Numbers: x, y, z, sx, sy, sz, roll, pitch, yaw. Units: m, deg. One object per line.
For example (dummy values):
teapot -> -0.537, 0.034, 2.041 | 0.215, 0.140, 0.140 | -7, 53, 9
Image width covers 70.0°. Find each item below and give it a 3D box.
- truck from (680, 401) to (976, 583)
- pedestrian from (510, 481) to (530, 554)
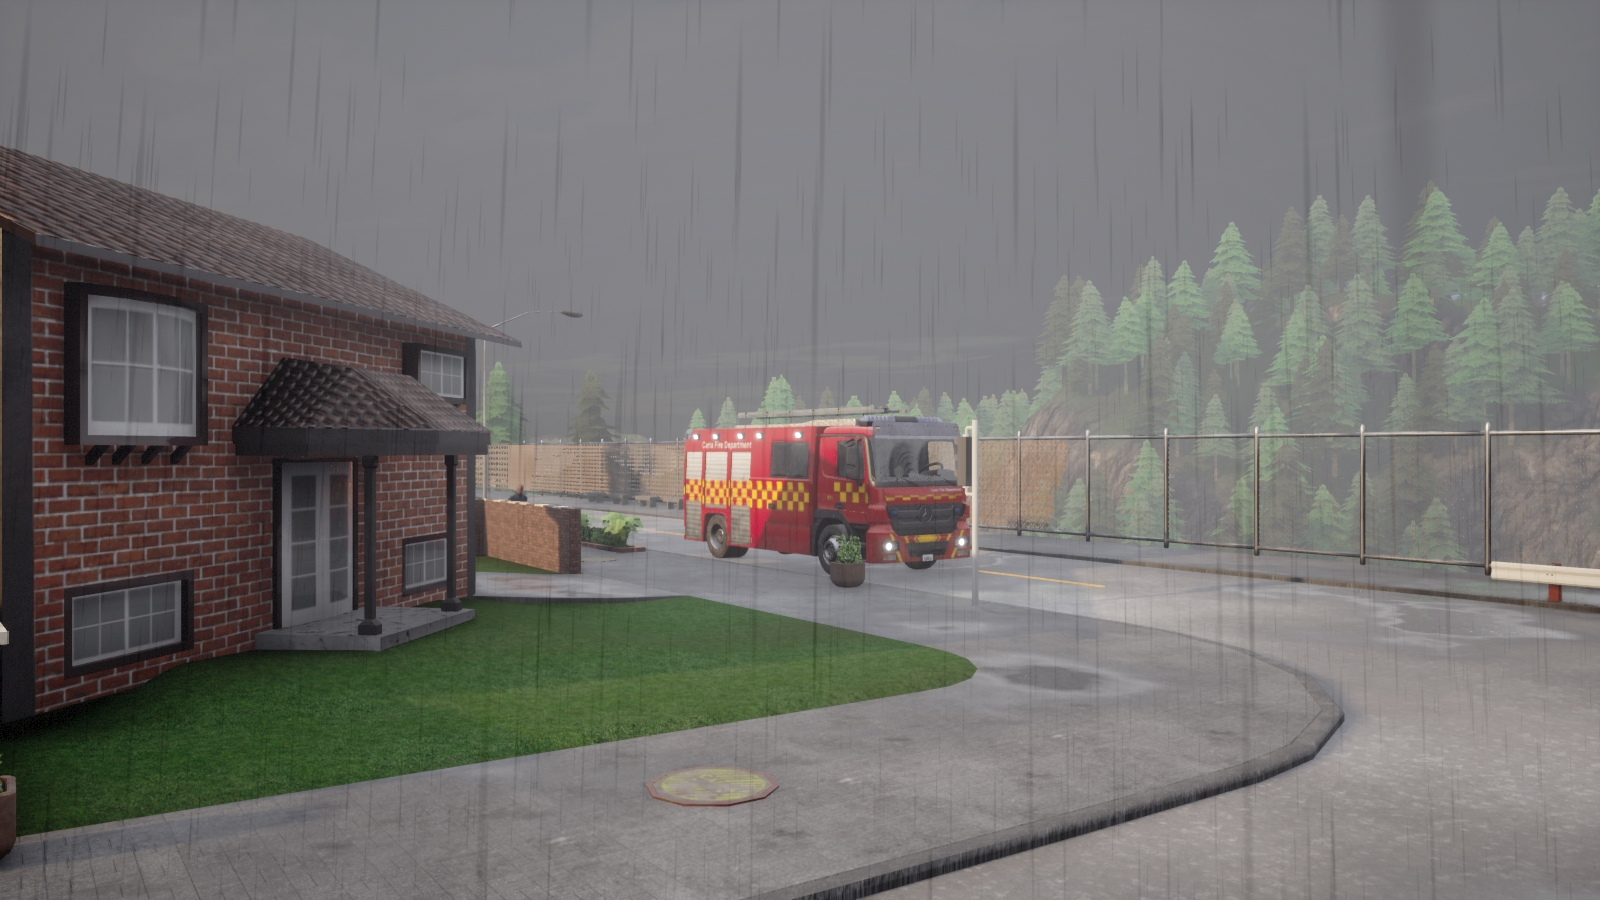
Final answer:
truck -> 0.353, 0.890, 28.322 | 2.891, 3.827, 8.468 | 0, 0, -35
pedestrian -> -7.290, 1.745, 29.744 | 0.375, 1.860, 0.375 | 0, 0, -36
